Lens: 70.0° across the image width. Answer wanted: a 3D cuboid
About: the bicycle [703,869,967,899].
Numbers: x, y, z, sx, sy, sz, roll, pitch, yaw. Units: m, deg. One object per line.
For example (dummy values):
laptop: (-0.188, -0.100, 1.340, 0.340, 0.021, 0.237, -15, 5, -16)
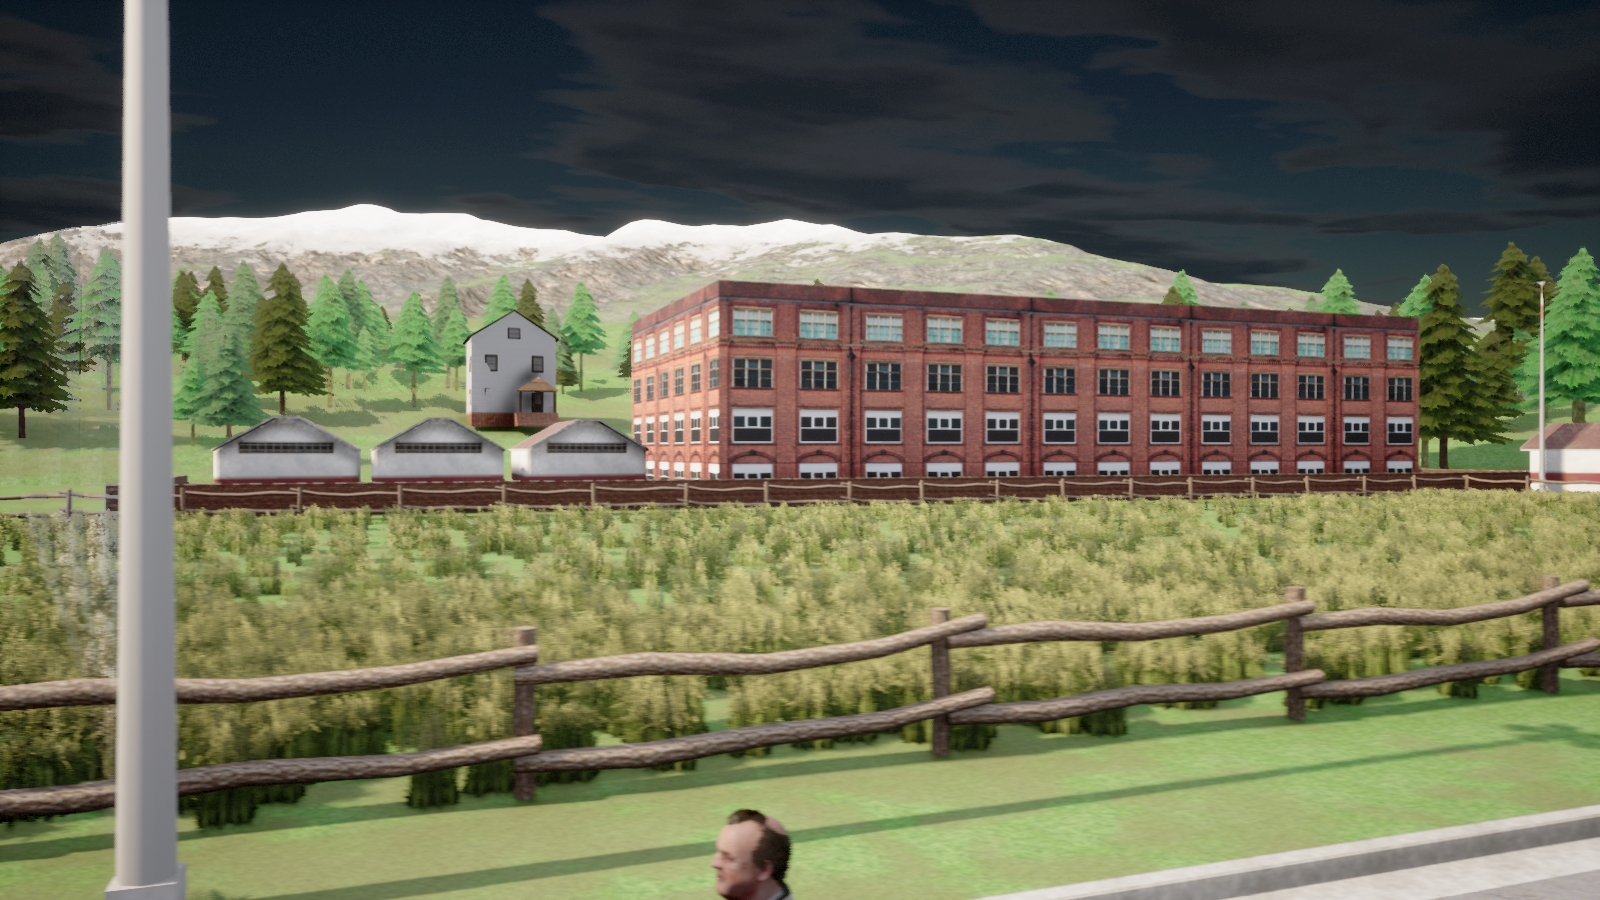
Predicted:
bicycle: (-0.405, 2.060, 3.145, 1.835, 1.471, 0.329, 0, 0, -20)
